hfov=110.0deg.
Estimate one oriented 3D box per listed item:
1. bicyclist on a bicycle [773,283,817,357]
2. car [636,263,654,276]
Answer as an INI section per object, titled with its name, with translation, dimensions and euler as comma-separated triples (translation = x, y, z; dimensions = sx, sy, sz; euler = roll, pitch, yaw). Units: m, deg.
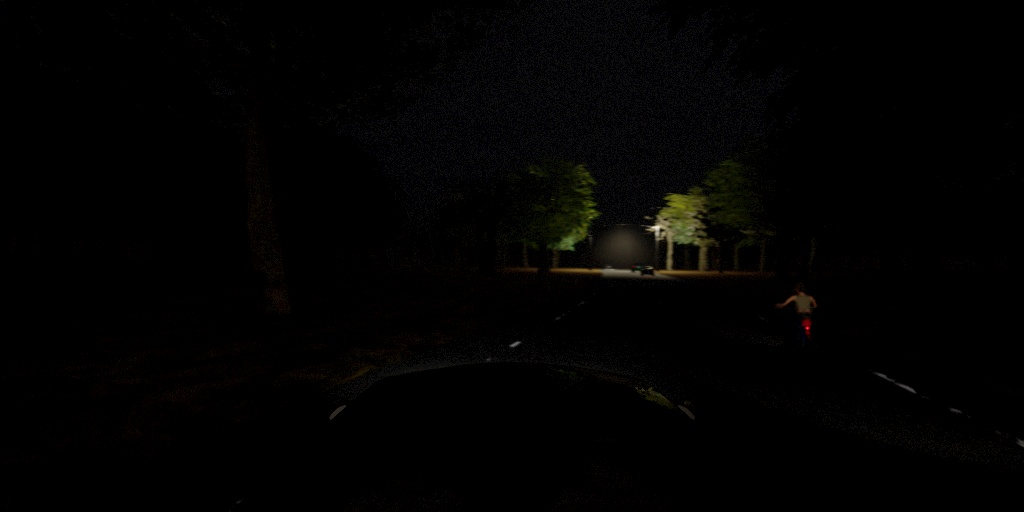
[bicyclist on a bicycle]
translation = 6.645, 1.427, 8.335
dimensions = 0.866, 1.612, 1.509
euler = 1, -1, 21
[car]
translation = 21.147, 2.365, 56.242
dimensions = 2.128, 1.511, 4.902
euler = 1, -1, 15
